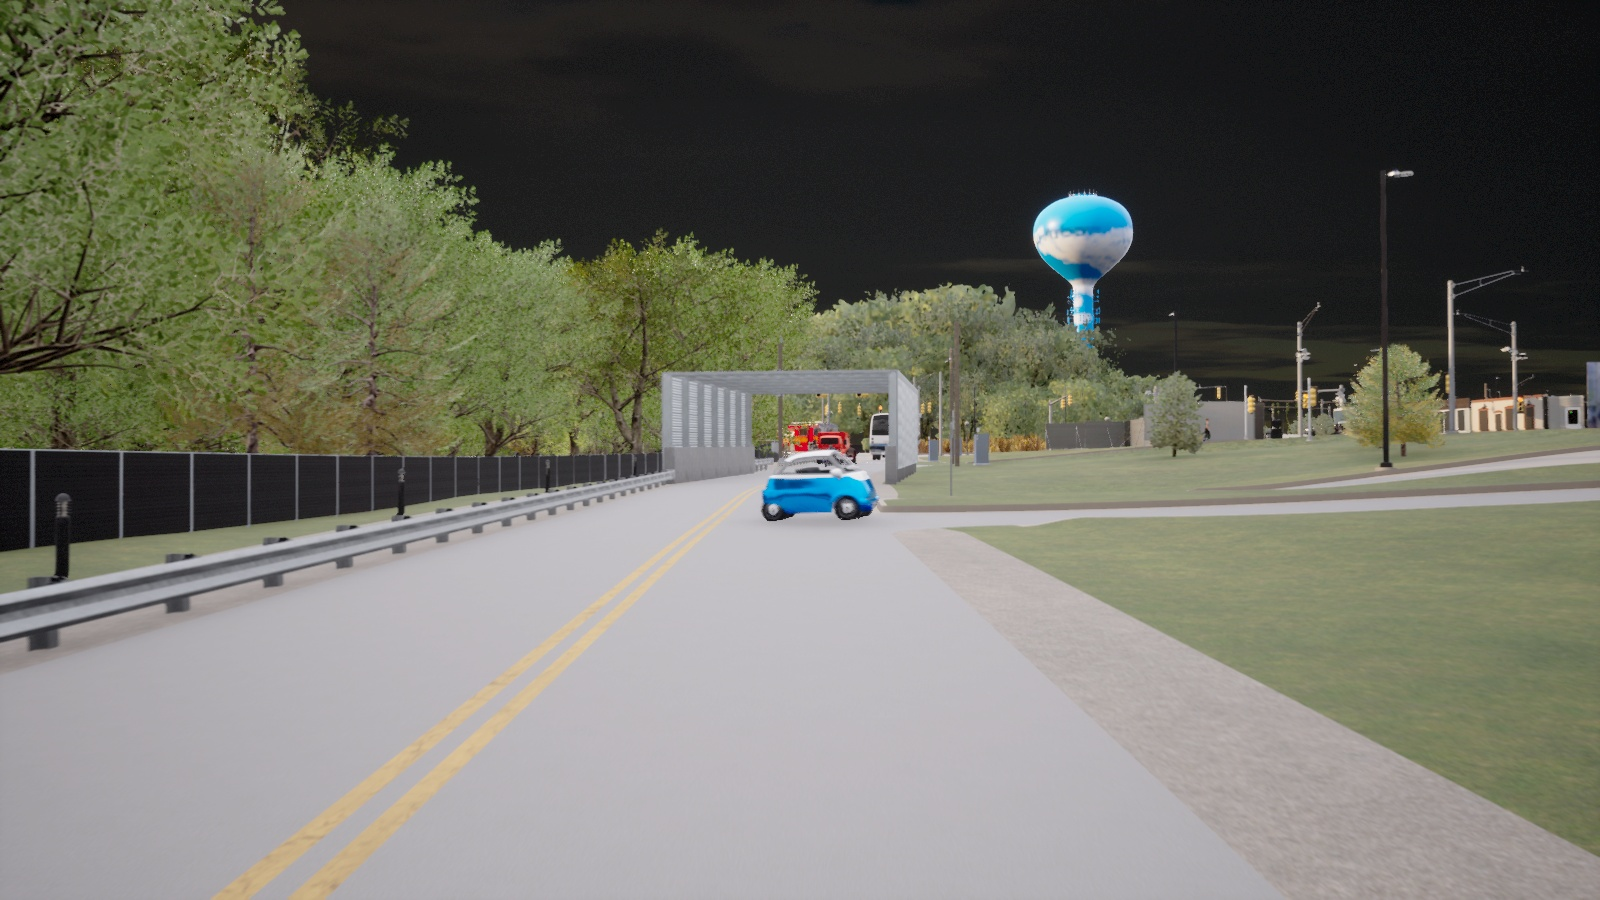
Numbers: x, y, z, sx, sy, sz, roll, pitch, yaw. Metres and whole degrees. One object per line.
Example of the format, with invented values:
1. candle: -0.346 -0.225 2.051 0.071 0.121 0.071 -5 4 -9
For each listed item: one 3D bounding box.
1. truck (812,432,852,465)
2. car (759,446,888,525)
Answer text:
1. truck: 2.497 -0.159 96.920 2.627 2.467 5.204 0 0 7
2. car: 0.486 0.688 24.737 2.207 1.376 1.481 -3 1 14
